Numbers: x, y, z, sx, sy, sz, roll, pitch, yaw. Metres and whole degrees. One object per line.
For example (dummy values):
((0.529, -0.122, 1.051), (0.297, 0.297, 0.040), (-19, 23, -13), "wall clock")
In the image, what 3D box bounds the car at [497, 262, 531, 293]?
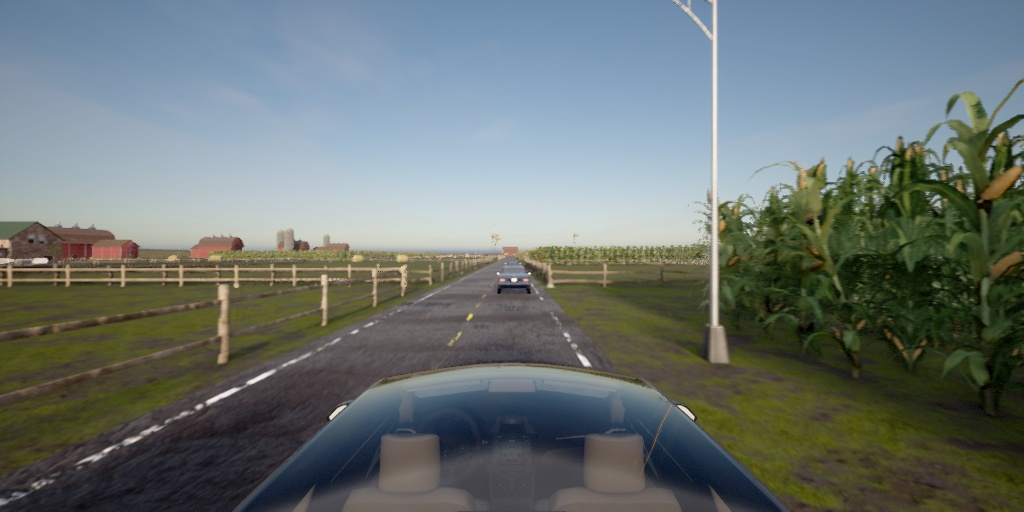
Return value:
((0.105, 1.279, 20.714), (2.033, 1.411, 5.357), (0, 0, 0), "car")
